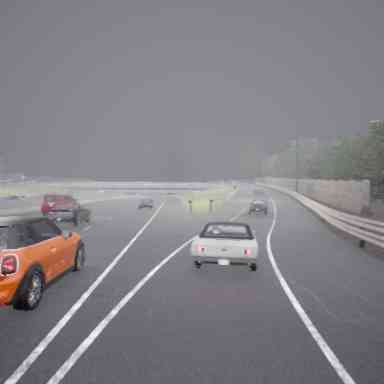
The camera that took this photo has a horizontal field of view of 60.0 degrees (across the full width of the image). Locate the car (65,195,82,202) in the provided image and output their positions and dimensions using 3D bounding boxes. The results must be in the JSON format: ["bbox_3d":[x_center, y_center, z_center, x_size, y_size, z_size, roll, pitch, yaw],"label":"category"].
[{"bbox_3d":[-25.302,1.318,71.286,2.033,1.411,5.357,0,0,-4],"label":"car"}]

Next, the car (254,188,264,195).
[{"bbox_3d":[14.030,-0.136,69.823,2.128,1.511,4.902,0,3,8],"label":"car"}]

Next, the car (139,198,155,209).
[{"bbox_3d":[-6.177,1.541,45.564,2.033,1.411,5.357,0,0,-3],"label":"car"}]

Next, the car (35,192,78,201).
[{"bbox_3d":[-12.274,1.219,31.268,2.150,2.045,5.566,0,0,-4],"label":"car"}]

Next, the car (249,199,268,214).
[{"bbox_3d":[7.043,1.473,35.158,1.812,1.442,4.674,0,2,14],"label":"car"}]

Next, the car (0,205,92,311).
[{"bbox_3d":[-4.085,1.348,7.850,2.097,1.767,4.553,0,0,-3],"label":"car"}]

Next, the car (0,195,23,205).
[{"bbox_3d":[-31.451,1.352,57.625,2.033,1.411,5.357,0,0,-4],"label":"car"}]

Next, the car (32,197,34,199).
[{"bbox_3d":[-32.287,1.286,70.831,2.033,1.411,5.357,0,0,-4],"label":"car"}]

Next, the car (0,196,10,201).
[{"bbox_3d":[-23.361,1.469,38.228,1.812,1.442,4.674,0,0,-3],"label":"car"}]

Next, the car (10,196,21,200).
[{"bbox_3d":[-27.515,1.373,49.525,1.837,1.490,4.892,0,0,-3],"label":"car"}]

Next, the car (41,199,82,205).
[{"bbox_3d":[-8.289,1.493,22.833,2.128,1.511,4.902,0,0,-3],"label":"car"}]

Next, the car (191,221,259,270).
[{"bbox_3d":[1.223,1.636,11.244,1.895,1.301,4.718,1,0,9],"label":"car"}]
